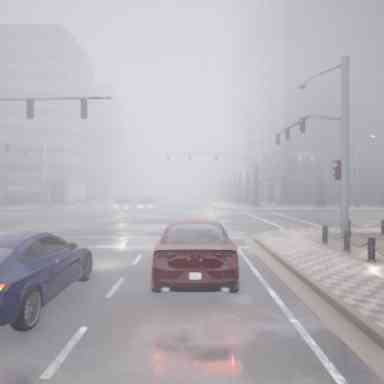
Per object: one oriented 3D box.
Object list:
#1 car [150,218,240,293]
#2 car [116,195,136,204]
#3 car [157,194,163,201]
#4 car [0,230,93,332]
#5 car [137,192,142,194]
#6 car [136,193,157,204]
[{"bbox_3d":[0.078,1.417,8.753,1.882,1.535,5.008,0,0,0],"label":"car"},{"bbox_3d":[-10.584,1.243,52.205,1.895,1.301,4.718,0,0,0],"label":"car"},{"bbox_3d":[-7.022,1.063,67.570,1.812,1.442,4.674,0,1,0],"label":"car"},{"bbox_3d":[-3.432,1.480,6.618,1.812,1.442,4.674,0,0,0],"label":"car"},{"bbox_3d":[-10.520,0.893,67.633,2.097,1.767,4.553,0,0,0],"label":"car"},{"bbox_3d":[-7.084,1.243,52.189,1.895,1.301,4.718,0,0,0],"label":"car"}]
